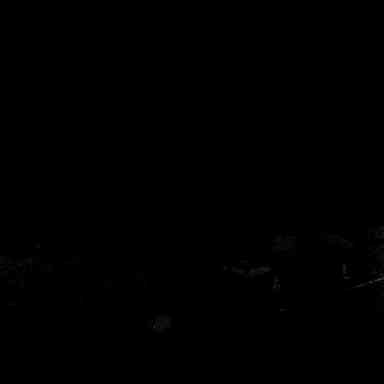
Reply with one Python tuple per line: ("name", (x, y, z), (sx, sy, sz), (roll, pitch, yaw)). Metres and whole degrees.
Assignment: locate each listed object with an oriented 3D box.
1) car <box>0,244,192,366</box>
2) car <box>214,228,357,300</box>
("car", (-1.998, 1.565, 5.111), (4.313, 1.339, 1.947), (0, 0, -35))
("car", (2.483, 1.579, 8.302), (4.206, 1.307, 1.802), (0, 0, -35))
